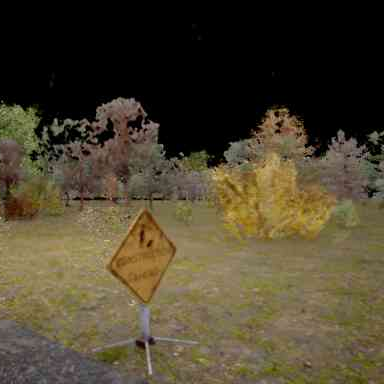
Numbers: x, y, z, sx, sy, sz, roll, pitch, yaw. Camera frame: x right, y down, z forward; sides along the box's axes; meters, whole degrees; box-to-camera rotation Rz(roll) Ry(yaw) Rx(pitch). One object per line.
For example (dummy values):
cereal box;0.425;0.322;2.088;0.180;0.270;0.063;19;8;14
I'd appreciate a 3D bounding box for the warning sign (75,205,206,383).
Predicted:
warning sign;-0.630;1.125;4.363;1.060;1.860;1.300;-1;0;35
